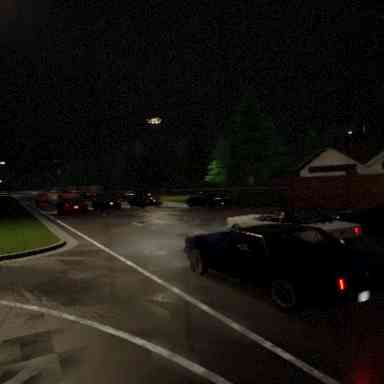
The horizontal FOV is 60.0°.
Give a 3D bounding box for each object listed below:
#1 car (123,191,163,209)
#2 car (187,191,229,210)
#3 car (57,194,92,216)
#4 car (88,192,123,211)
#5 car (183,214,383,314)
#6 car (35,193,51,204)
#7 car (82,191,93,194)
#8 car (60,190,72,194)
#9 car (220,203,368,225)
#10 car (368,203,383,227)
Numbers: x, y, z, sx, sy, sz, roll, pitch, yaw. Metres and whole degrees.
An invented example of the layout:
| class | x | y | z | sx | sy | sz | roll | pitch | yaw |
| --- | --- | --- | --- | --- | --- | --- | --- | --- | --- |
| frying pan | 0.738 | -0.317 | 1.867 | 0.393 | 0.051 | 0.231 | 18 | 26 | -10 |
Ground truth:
| class | x | y | z | sx | sy | sz | roll | pitch | yaw |
| --- | --- | --- | --- | --- | --- | --- | --- | --- | --- |
| car | -4.676 | 0.845 | 32.560 | 2.033 | 1.411 | 5.357 | -3 | 2 | -29 |
| car | 1.289 | 0.689 | 29.106 | 2.128 | 1.511 | 4.902 | -3 | 2 | -29 |
| car | -10.149 | 1.150 | 28.026 | 1.994 | 1.385 | 4.181 | -3 | 2 | -29 |
| car | -8.296 | 0.993 | 31.862 | 1.994 | 1.385 | 4.181 | -3 | 2 | -29 |
| car | 1.621 | 1.350 | 7.188 | 1.895 | 1.301 | 4.718 | -3 | 2 | -29 |
| car | -22.248 | 0.896 | 49.448 | 1.882 | 1.535 | 5.008 | -3 | 2 | -29 |
| car | -17.072 | 0.617 | 54.510 | 2.128 | 1.511 | 4.902 | -3 | 2 | -29 |
| car | -20.090 | 0.618 | 52.731 | 2.097 | 1.767 | 4.553 | -3 | 2 | -29 |
| car | 3.182 | 1.189 | 11.537 | 1.895 | 1.301 | 4.718 | -3 | 2 | -29 |
| car | 7.213 | 0.988 | 11.503 | 1.812 | 1.442 | 4.674 | -3 | 2 | -29 |
